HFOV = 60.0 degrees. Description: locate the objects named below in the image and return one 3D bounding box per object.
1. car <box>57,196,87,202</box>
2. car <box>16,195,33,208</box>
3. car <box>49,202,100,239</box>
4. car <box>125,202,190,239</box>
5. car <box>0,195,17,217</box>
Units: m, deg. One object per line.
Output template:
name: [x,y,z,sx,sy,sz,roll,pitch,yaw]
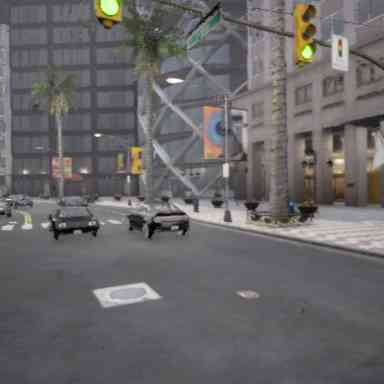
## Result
car: [-12.891,1.083,35.687,2.033,1.411,5.357,-2,1,-38]
car: [-19.845,1.083,37.915,4.902,1.511,2.128,0,1,43]
car: [-5.856,1.387,16.107,1.895,1.301,4.718,-1,1,-26]
car: [-1.795,1.228,15.798,2.128,1.511,4.902,-1,1,-26]
car: [-15.878,1.219,27.152,2.128,1.511,4.902,-1,1,-31]
